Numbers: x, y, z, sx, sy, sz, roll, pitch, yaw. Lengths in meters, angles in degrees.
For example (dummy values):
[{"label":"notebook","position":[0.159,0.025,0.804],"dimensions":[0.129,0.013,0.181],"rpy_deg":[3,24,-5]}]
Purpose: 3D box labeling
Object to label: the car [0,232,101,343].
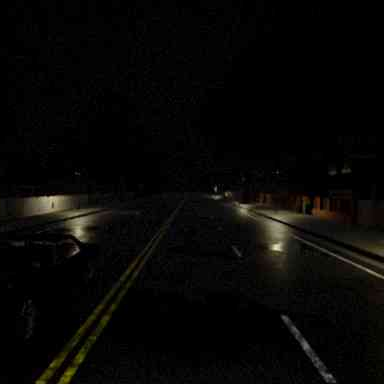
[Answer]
[{"label":"car","position":[-3.321,1.550,6.481],"dimensions":[1.895,1.301,4.718],"rpy_deg":[0,0,0]}]
